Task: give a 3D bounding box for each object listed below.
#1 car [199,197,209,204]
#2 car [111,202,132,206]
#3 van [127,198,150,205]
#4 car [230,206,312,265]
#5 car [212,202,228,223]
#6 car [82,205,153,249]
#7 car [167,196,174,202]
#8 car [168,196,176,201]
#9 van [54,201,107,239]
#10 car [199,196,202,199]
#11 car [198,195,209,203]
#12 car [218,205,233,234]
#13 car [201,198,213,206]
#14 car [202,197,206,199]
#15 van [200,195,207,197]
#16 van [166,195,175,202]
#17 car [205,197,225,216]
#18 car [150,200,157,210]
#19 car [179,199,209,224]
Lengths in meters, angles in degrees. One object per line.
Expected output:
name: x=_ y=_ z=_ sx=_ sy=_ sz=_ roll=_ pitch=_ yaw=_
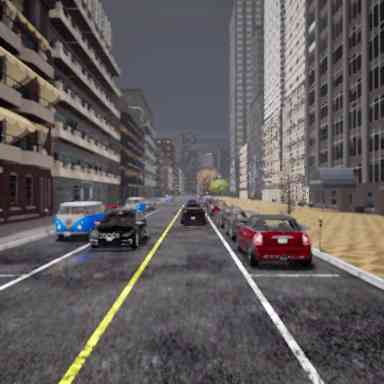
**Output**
car: x=2.662 y=1.827 z=72.552 sx=2.008 sy=1.369 sz=4.403 roll=0 pitch=0 yaw=0
car: x=-5.697 y=1.621 z=22.845 sx=1.887 sy=1.381 sz=4.507 roll=0 pitch=0 yaw=0
van: x=-5.701 y=1.456 z=33.890 sx=1.690 sy=1.788 sz=3.998 roll=0 pitch=0 yaw=0
car: x=2.689 y=1.479 z=11.802 sx=1.967 sy=1.590 sz=4.097 roll=0 pitch=0 yaw=0
car: x=2.684 y=1.627 z=22.848 sx=2.008 sy=1.369 sz=4.403 roll=0 pitch=0 yaw=0
car: x=-3.100 y=1.555 z=14.922 sx=1.837 sy=1.490 sz=4.892 roll=0 pitch=0 yaw=0
car: x=-5.726 y=1.879 z=88.948 sx=1.752 sy=1.417 sz=4.829 roll=0 pitch=0 yaw=0
car: x=-5.729 y=1.948 z=94.640 sx=1.947 sy=1.339 sz=4.313 roll=0 pitch=0 yaw=0
van: x=-5.694 y=1.399 z=17.323 sx=1.690 sy=1.788 sz=3.998 roll=0 pitch=0 yaw=0
car: x=0.081 y=1.685 z=45.523 sx=1.812 sy=1.442 sz=4.674 roll=0 pitch=0 yaw=0
car: x=2.660 y=1.617 z=78.077 sx=2.192 sy=1.841 sz=5.009 roll=0 pitch=0 yaw=0
car: x=2.686 y=1.608 z=17.324 sx=2.008 sy=1.369 sz=4.403 roll=0 pitch=0 yaw=0
car: x=2.667 y=1.778 z=61.507 sx=2.008 sy=1.369 sz=4.403 roll=0 pitch=0 yaw=0
car: x=2.674 y=1.723 z=44.939 sx=1.947 sy=1.339 sz=4.313 roll=0 pitch=0 yaw=0
van: x=2.670 y=1.545 z=55.986 sx=1.690 sy=1.788 sz=3.998 roll=0 pitch=0 yaw=0
van: x=-5.724 y=1.669 z=83.595 sx=1.690 sy=1.788 sz=3.998 roll=0 pitch=0 yaw=0
car: x=2.679 y=1.555 z=33.893 sx=1.967 sy=1.590 sz=4.097 roll=0 pitch=0 yaw=0
car: x=-5.707 y=1.708 z=44.935 sx=2.008 sy=1.369 sz=4.403 roll=0 pitch=0 yaw=0
car: x=0.088 y=1.592 z=25.949 sx=1.837 sy=1.490 sz=4.892 roll=0 pitch=0 yaw=0
